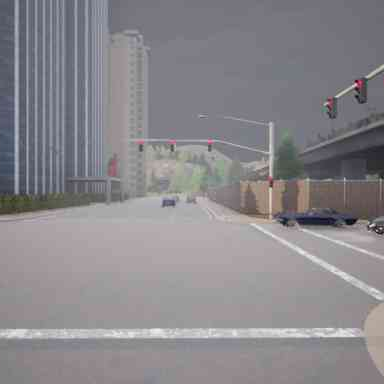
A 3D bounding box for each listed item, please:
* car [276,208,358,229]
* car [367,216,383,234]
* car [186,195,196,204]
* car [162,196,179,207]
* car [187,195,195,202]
[{"bbox_3d":[7.860,1.656,21.401,4.718,1.301,1.895,0,0,5],"label":"car"},{"bbox_3d":[11.869,1.559,17.550,4.892,1.490,1.837,0,0,0],"label":"car"},{"bbox_3d":[-0.140,1.547,63.517,2.033,1.411,5.357,0,0,0],"label":"car"},{"bbox_3d":[-3.514,1.477,51.777,1.882,1.535,5.008,0,0,0],"label":"car"},{"bbox_3d":[-0.163,1.385,73.919,1.812,1.442,4.674,0,0,0],"label":"car"}]
